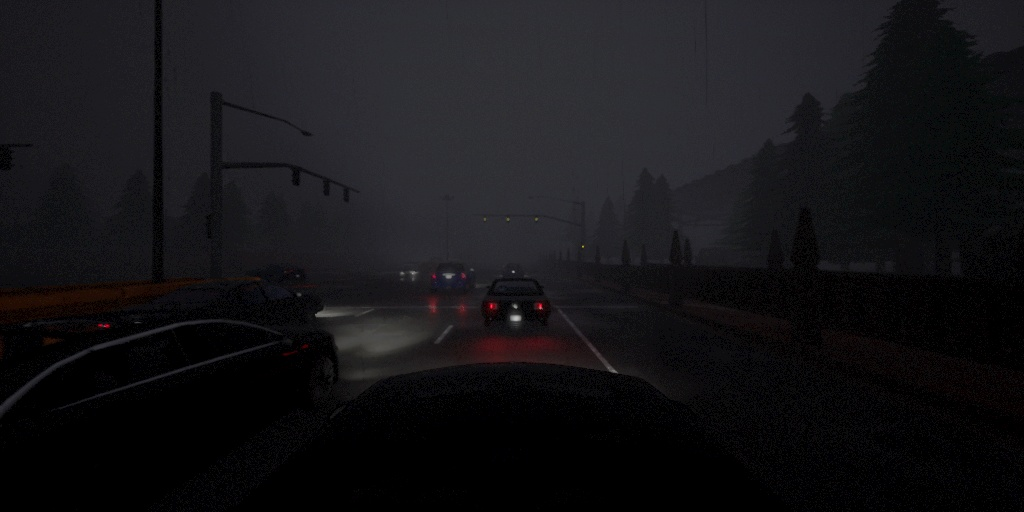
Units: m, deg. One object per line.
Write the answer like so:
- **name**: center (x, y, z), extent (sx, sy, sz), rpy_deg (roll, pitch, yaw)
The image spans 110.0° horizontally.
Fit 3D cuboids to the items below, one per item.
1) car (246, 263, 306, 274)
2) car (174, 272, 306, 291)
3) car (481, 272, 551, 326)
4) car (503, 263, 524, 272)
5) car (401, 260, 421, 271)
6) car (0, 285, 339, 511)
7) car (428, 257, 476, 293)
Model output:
- **car**: center (-17.550, 1.270, 26.620), extent (5.008, 1.535, 1.882), rpy_deg (0, -1, 24)
- **car**: center (-6.923, 1.310, 9.082), extent (2.033, 1.411, 5.357), rpy_deg (0, 0, -1)
- **car**: center (0.110, 1.368, 11.759), extent (1.895, 1.301, 4.718), rpy_deg (0, 0, 0)
- **car**: center (0.128, 1.367, 33.519), extent (1.994, 1.385, 4.181), rpy_deg (0, 0, 0)
- **car**: center (-14.033, 1.358, 50.181), extent (1.812, 1.442, 4.674), rpy_deg (0, 0, 0)
- **car**: center (-3.396, 1.243, 3.234), extent (2.128, 1.511, 4.902), rpy_deg (0, 0, 0)
- **car**: center (-3.382, 1.135, 21.313), extent (2.097, 1.767, 4.553), rpy_deg (0, 0, 0)
